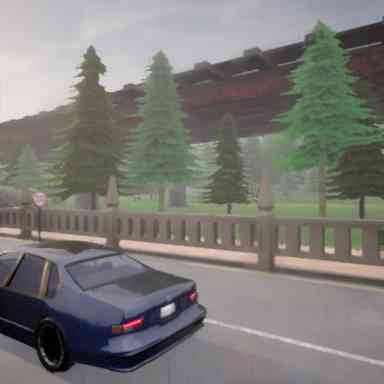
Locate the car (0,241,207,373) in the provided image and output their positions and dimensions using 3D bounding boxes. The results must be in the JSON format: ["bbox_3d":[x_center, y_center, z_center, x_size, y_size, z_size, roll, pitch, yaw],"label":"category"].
[{"bbox_3d":[-2.378,1.576,5.653,5.357,1.411,2.033,-1,0,34],"label":"car"}]
